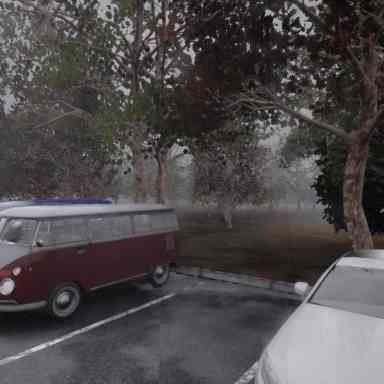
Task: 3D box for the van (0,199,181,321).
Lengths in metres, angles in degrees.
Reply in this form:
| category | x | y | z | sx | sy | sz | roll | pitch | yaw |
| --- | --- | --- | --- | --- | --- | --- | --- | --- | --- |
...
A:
| category | x | y | z | sx | sy | sz | roll | pitch | yaw |
| --- | --- | --- | --- | --- | --- | --- | --- | --- | --- |
| van | -2.194 | 1.255 | 7.197 | 1.878 | 1.987 | 4.442 | 0 | 0 | 36 |

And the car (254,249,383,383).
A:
| category | x | y | z | sx | sy | sz | roll | pitch | yaw |
| --- | --- | --- | --- | --- | --- | --- | --- | --- | --- |
| car | 2.402 | 1.520 | 4.050 | 2.002 | 1.452 | 4.674 | 0 | 0 | 36 |
